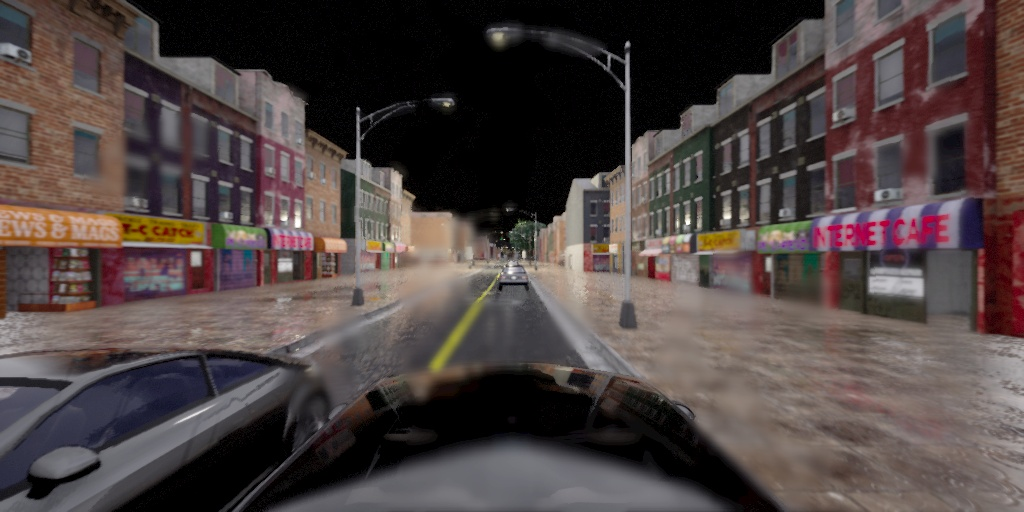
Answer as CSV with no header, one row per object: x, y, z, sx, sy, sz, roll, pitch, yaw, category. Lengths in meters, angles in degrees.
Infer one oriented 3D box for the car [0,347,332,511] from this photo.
-2.845,1.314,1.989,1.994,1.385,4.181,0,0,0,car

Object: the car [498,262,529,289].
0.103,1.286,22.663,2.033,1.411,5.357,0,0,0,car
